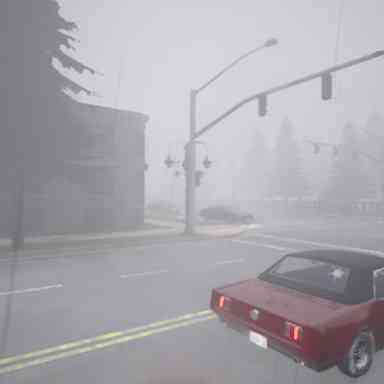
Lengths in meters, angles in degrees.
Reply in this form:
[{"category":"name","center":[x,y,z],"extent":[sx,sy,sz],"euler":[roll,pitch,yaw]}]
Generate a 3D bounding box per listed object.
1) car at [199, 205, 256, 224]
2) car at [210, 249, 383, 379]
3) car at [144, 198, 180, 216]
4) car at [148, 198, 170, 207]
[{"category":"car","center":[2.726,1.733,27.147],"extent":[2.033,1.411,5.357],"euler":[1,0,-34]},{"category":"car","center":[2.691,1.658,5.589],"extent":[4.718,1.301,1.895],"euler":[1,0,-35]},{"category":"car","center":[-3.076,1.673,35.703],"extent":[2.128,1.511,4.902],"euler":[1,0,-34]},{"category":"car","center":[-5.893,1.819,58.845],"extent":[1.812,1.442,4.674],"euler":[1,0,-34]}]
